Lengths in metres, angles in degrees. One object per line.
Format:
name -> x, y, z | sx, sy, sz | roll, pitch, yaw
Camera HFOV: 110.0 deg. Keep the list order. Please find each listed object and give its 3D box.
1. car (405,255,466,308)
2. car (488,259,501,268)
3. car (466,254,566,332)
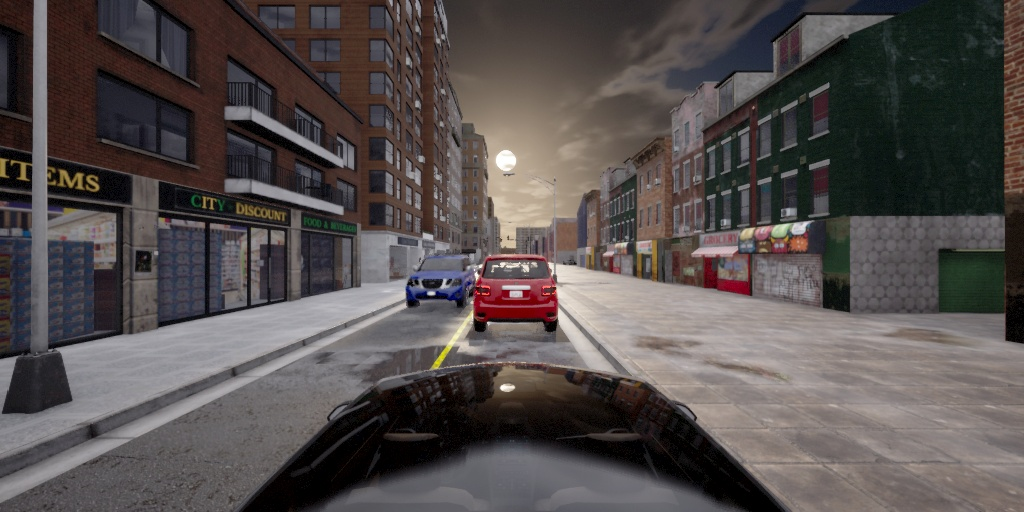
car -> -2.869, 0.971, 15.512 | 2.150, 2.045, 5.566 | 0, 0, 0
car -> -2.820, 1.148, 57.487 | 1.895, 1.301, 4.718 | 0, 0, 0
car -> 0.090, 0.972, 10.953 | 2.150, 2.045, 5.566 | 0, 0, 0
